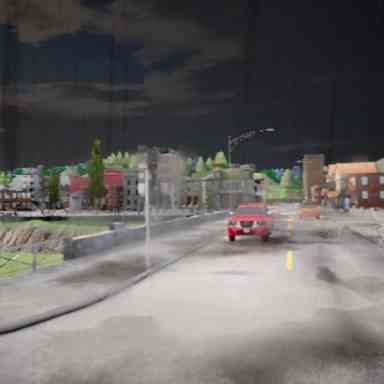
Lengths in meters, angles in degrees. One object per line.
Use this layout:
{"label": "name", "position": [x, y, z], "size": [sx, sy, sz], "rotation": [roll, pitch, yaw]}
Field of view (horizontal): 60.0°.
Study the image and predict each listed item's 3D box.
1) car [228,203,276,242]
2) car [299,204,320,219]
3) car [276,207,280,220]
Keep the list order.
{"label": "car", "position": [3.628, 1.731, 19.992], "size": [2.150, 2.045, 5.566], "rotation": [-2, -2, 17]}
{"label": "car", "position": [13.539, 2.198, 38.534], "size": [2.097, 1.767, 4.553], "rotation": [-2, -2, 17]}
{"label": "car", "position": [6.452, 2.324, 29.419], "size": [1.895, 1.301, 4.718], "rotation": [-2, -2, 17]}
